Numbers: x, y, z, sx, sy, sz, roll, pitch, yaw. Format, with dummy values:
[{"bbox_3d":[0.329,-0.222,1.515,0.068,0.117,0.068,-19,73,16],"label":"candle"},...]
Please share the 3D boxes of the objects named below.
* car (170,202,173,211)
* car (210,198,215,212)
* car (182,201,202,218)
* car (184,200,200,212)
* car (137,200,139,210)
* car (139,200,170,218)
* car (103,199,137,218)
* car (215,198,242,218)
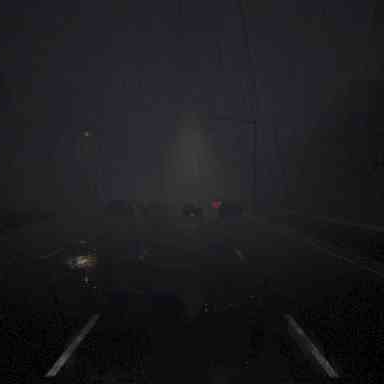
[{"bbox_3d":[-3.482,1.793,42.814,1.895,1.301,4.718,0,0,0],"label":"car"},{"bbox_3d":[3.520,1.544,42.881,2.097,1.767,4.553,0,0,0],"label":"car"},{"bbox_3d":[0.009,1.745,32.075,1.895,1.301,4.718,0,0,0],"label":"car"},{"bbox_3d":[0.018,1.794,42.901,1.895,1.301,4.718,0,0,0],"label":"car"},{"bbox_3d":[-6.981,1.757,42.847,1.994,1.385,4.181,0,0,0],"label":"car"},{"bbox_3d":[-3.491,1.620,31.630,1.882,1.535,5.008,0,0,0],"label":"car"},{"bbox_3d":[-6.991,1.496,31.984,2.097,1.767,4.553,0,0,0],"label":"car"},{"bbox_3d":[3.509,1.620,31.628,1.882,1.535,5.008,0,0,0],"label":"car"}]
